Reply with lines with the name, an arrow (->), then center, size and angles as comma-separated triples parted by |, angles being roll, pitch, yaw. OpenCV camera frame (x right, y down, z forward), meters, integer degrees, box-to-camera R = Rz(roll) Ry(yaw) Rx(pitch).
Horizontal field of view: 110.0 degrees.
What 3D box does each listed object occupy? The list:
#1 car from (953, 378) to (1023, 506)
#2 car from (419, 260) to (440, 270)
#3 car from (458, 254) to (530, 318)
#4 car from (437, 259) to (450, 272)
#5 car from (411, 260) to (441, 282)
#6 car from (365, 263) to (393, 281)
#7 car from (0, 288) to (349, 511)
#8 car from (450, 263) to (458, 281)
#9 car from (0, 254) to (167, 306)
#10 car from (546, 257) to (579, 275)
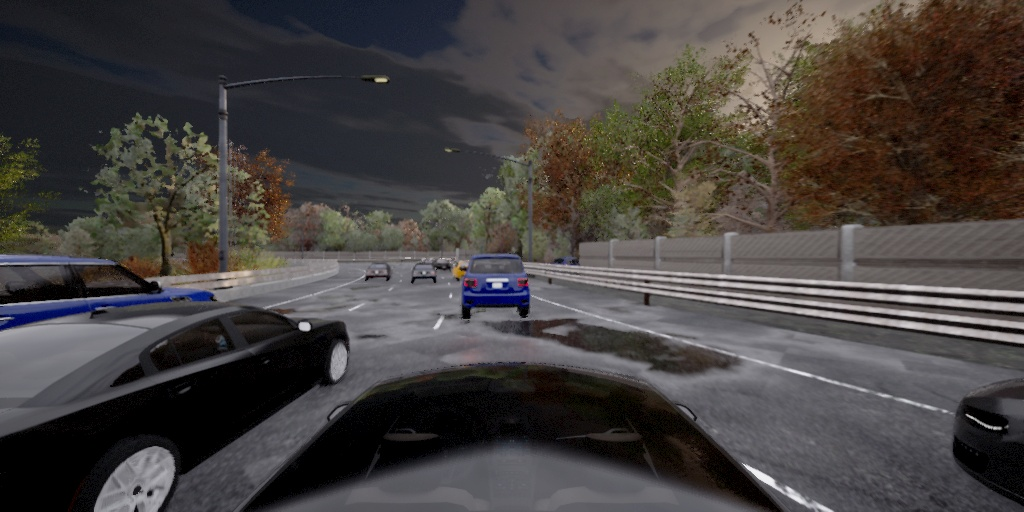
car -> 5.247, 1.238, 1.142 | 1.837, 1.490, 4.892 | 0, 0, -25
car -> -11.775, 1.229, 50.979 | 1.994, 1.385, 4.181 | 0, 0, -26
car -> -0.706, 0.945, 13.161 | 2.150, 2.045, 5.566 | 0, 0, -6
car -> -8.924, 1.149, 44.645 | 1.882, 1.535, 5.008 | 0, 0, -22
car -> -6.913, 1.253, 28.101 | 2.033, 1.411, 5.357 | 0, 0, -14
car -> -10.915, 1.263, 29.580 | 2.033, 1.411, 5.357 | 0, 0, -16
car -> -3.585, 1.234, 3.939 | 1.882, 1.535, 5.008 | 0, 0, -1
car -> -3.786, 1.170, 29.573 | 1.882, 1.535, 5.008 | 0, 0, -14
car -> -7.081, 0.985, 5.195 | 2.150, 2.045, 5.566 | 0, 0, -2
car -> 5.935, 1.235, 41.335 | 2.150, 2.045, 5.566 | 3, -2, -18
